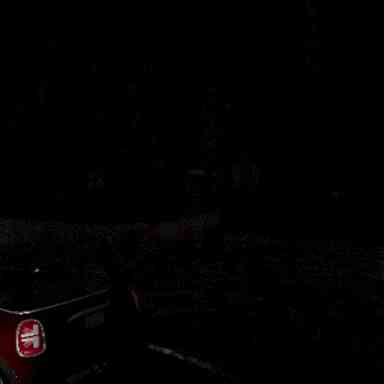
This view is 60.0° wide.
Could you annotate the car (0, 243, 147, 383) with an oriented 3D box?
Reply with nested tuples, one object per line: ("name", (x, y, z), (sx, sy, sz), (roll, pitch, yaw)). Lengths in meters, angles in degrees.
("car", (-2.669, 1.484, 4.868), (4.097, 1.590, 1.967), (-1, 0, 36))
